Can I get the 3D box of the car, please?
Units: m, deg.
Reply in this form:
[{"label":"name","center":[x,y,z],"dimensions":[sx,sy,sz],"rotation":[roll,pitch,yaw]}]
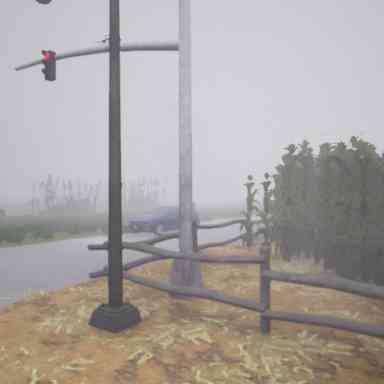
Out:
[{"label":"car","center":[-1.512,1.555,19.342],"dimensions":[1.882,1.535,5.008],"rotation":[0,0,35]}]
